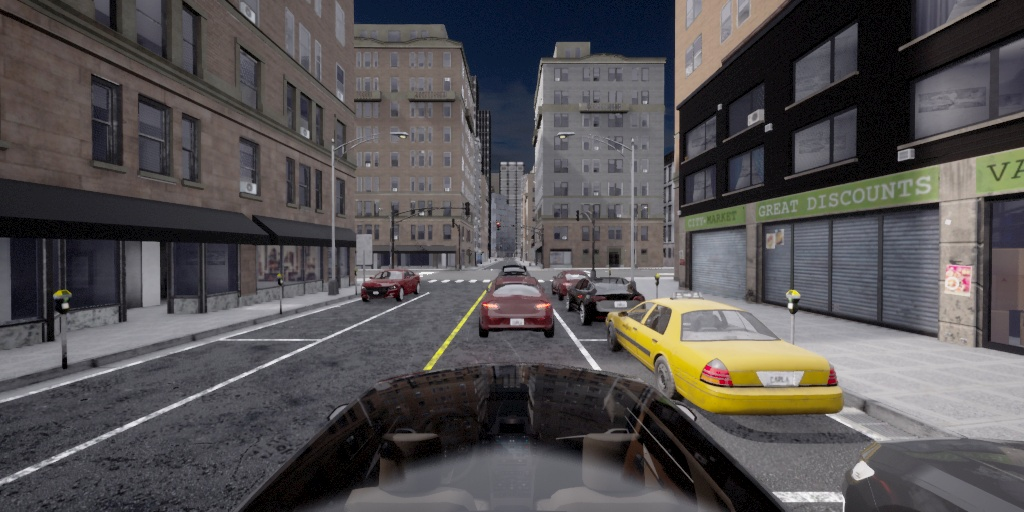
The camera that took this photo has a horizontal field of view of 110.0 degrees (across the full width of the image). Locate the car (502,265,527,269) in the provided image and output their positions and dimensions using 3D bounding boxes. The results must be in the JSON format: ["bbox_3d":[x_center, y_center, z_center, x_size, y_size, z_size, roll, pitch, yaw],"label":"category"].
[{"bbox_3d":[0.119,1.249,20.407,1.837,1.490,4.892,0,0,0],"label":"car"}]

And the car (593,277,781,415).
[{"bbox_3d":[2.879,1.274,6.147,1.751,1.417,4.829,0,0,0],"label":"car"}]

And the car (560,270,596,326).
[{"bbox_3d":[2.885,1.313,11.563,1.948,1.339,4.313,0,0,0],"label":"car"}]

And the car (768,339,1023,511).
[{"bbox_3d":[2.872,1.301,0.391,2.007,1.370,4.403,0,0,0],"label":"car"}]

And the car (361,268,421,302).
[{"bbox_3d":[-5.653,1.290,17.156,1.888,1.381,4.507,0,0,0],"label":"car"}]

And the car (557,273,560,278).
[{"bbox_3d":[2.892,1.327,17.149,1.802,1.307,4.207,0,0,0],"label":"car"}]

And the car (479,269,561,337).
[{"bbox_3d":[0.103,1.273,10.128,1.812,1.442,4.674,0,0,0],"label":"car"}]
